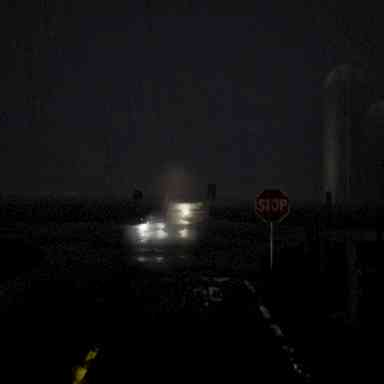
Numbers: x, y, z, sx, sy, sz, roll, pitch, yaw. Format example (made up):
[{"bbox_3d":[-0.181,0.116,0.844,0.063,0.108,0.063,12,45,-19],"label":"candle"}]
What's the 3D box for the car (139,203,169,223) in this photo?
[{"bbox_3d":[-2.773,1.555,25.031,1.994,1.385,4.181,0,0,0],"label":"car"}]
